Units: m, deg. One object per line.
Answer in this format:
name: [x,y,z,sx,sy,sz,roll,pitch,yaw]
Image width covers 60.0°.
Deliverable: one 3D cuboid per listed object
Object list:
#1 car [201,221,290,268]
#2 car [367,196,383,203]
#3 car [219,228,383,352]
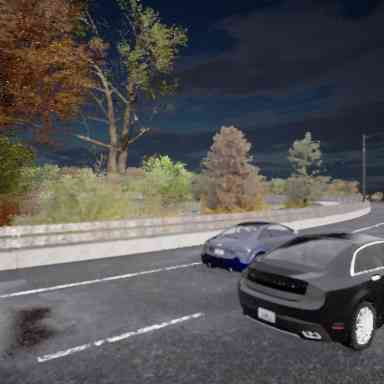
car: [2.287,1.605,10.372,4.181,1.385,1.994,0,0,-40]
car: [38.039,1.527,69.757,1.812,1.442,4.674,0,0,10]
car: [2.990,1.525,6.276,4.892,1.490,1.837,0,0,-38]
